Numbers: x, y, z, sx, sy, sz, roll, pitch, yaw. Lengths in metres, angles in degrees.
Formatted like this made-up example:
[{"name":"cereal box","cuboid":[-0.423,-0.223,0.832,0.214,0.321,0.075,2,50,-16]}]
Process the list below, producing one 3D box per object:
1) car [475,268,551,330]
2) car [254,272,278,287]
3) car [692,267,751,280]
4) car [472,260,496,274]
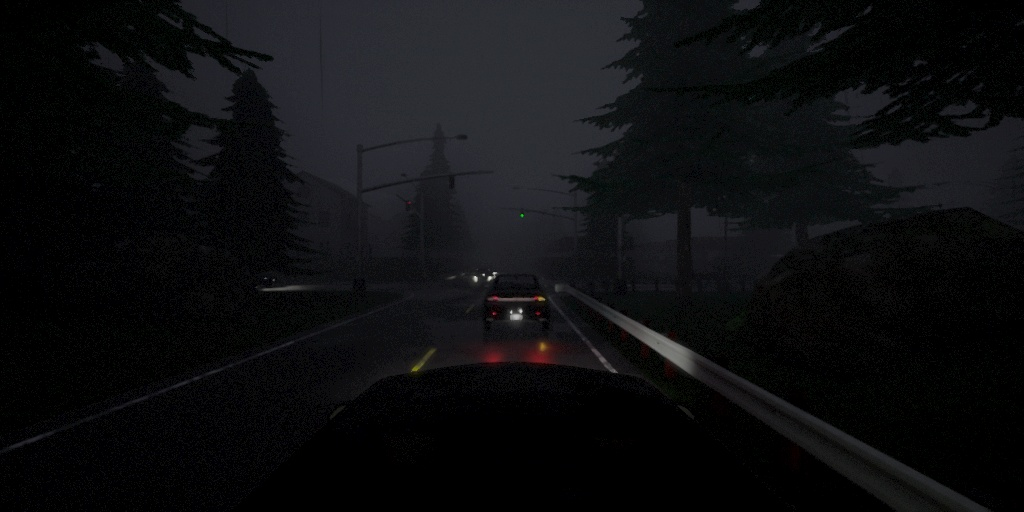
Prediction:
[{"name":"car","cuboid":[0.135,1.317,11.365,2.128,1.511,4.902,0,0,1]},{"name":"car","cuboid":[-18.651,1.412,24.461,4.892,1.490,1.837,0,0,1]},{"name":"car","cuboid":[15.498,1.538,27.653,4.718,1.301,1.895,0,0,1]},{"name":"car","cuboid":[-3.304,1.547,43.238,1.882,1.535,5.008,0,0,1]}]
